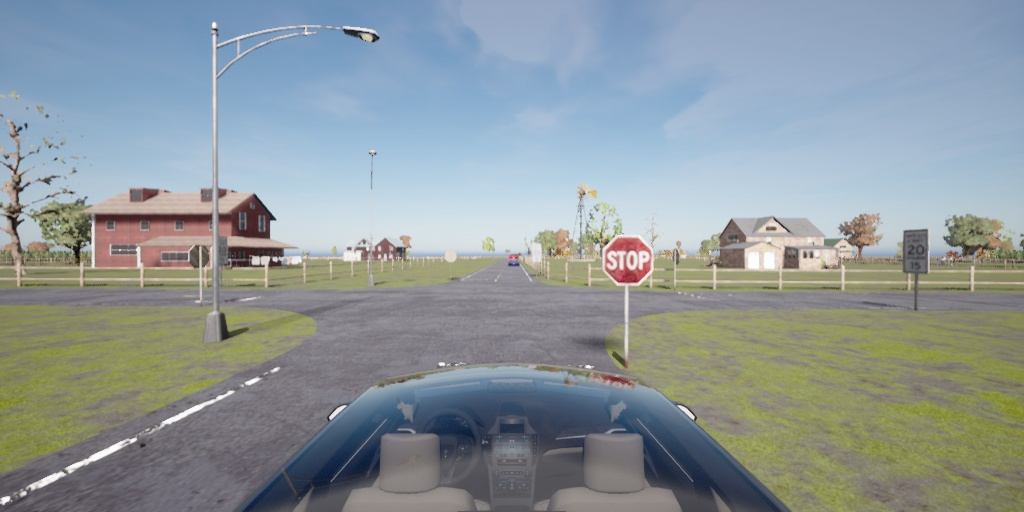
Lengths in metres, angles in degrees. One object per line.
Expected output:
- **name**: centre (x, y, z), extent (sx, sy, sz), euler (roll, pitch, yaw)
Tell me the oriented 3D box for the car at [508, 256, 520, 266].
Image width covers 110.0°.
- **car**: centre (0.335, 1.097, 62.812), extent (1.994, 1.385, 4.181), euler (0, 0, 1)
